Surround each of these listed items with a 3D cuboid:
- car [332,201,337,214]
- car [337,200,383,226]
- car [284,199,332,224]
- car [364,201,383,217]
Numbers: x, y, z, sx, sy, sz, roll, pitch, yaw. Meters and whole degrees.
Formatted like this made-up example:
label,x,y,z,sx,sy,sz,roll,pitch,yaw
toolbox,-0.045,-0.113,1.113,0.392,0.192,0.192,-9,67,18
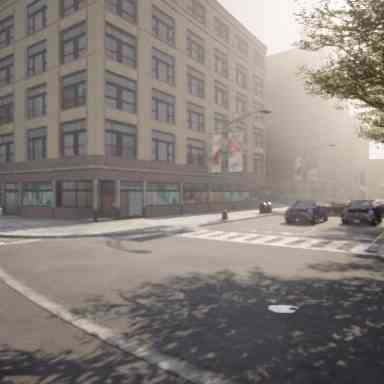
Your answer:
label,x,y,z,sx,sy,sz,roll,pitch,yaw
car,14.364,1.600,32.946,1.895,1.301,4.718,0,0,36
car,12.163,1.351,23.792,2.097,1.767,4.553,0,0,36
car,8.523,1.352,24.698,2.097,1.767,4.553,0,0,36
car,17.910,1.599,31.887,1.895,1.301,4.718,0,0,36
